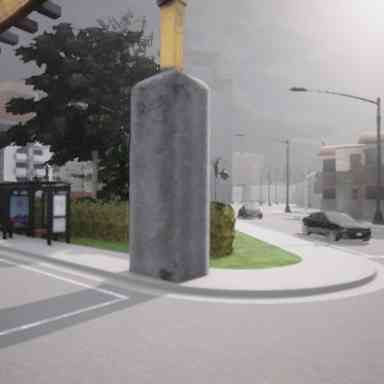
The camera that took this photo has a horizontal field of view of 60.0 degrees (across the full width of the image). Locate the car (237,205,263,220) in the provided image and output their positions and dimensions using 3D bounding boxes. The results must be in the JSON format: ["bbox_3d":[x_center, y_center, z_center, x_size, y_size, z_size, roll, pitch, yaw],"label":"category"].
[{"bbox_3d":[6.138,2.133,35.700,1.812,1.442,4.674,1,-1,-6],"label":"car"}]

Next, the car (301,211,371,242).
[{"bbox_3d":[7.962,1.847,18.838,1.882,1.535,5.008,1,-1,-6],"label":"car"}]
